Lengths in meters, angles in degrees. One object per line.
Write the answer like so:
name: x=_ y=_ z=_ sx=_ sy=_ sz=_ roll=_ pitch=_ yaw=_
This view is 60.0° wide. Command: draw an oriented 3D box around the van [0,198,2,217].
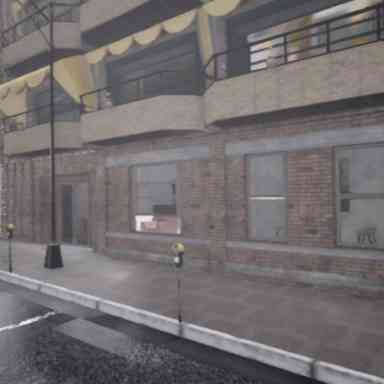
van: x=-16.438 y=1.438 z=30.930 sx=1.690 sy=1.788 sz=3.998 roll=-1 pitch=-1 yaw=36
